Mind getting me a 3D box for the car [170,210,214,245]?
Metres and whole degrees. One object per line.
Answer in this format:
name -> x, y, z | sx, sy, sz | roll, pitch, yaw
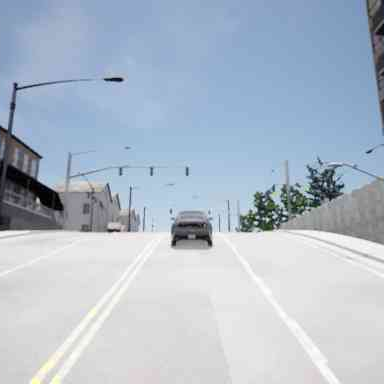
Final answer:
car -> -0.004, 1.663, 16.350 | 1.837, 1.490, 4.892 | 0, -1, 0
